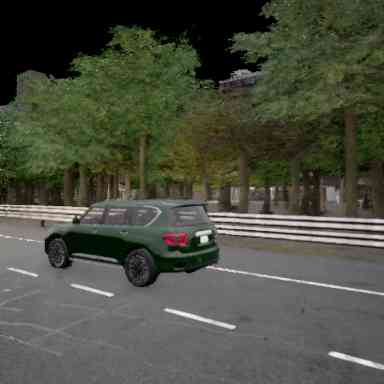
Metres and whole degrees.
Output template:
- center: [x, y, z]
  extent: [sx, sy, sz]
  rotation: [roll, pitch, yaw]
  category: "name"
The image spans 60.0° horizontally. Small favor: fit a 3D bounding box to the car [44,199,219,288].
- center: [-1.890, 1.233, 9.515]
  extent: [5.566, 2.045, 2.150]
  rotation: [0, 0, 36]
  category: "car"
